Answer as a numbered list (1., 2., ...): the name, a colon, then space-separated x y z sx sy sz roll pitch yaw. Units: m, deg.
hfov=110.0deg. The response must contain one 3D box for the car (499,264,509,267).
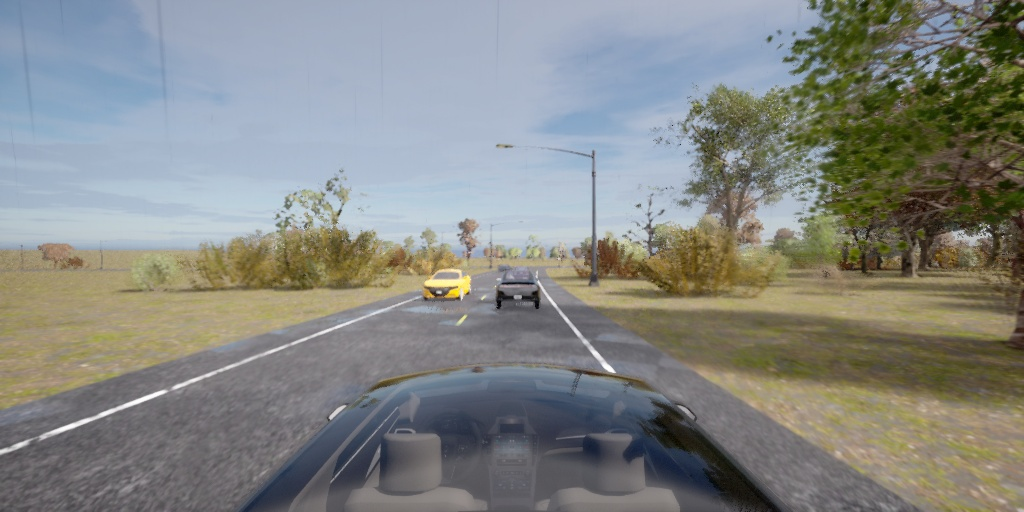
1. car: -1.186 2.040 59.805 1.994 1.385 4.181 0 -1 5

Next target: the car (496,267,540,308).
1. car: 0.280 1.439 16.498 2.128 1.511 4.902 0 -1 1

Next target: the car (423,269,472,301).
1. car: -3.353 1.457 19.280 1.882 1.535 5.008 0 -1 2

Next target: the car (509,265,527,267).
1. car: 1.056 1.773 38.112 2.033 1.411 5.357 0 -1 3
